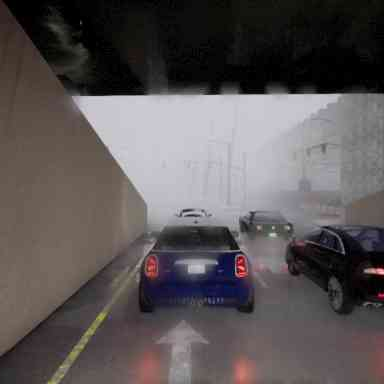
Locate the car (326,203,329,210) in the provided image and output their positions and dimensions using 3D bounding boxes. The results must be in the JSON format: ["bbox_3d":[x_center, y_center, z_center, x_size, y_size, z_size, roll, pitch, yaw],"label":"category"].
[{"bbox_3d":[17.503,1.490,39.341,2.038,1.542,4.974,0,0,45],"label":"car"}]

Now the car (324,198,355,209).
[{"bbox_3d":[17.539,1.332,39.379,1.853,1.218,4.536,0,0,45],"label":"car"}]

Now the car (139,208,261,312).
[{"bbox_3d":[0.081,1.360,7.890,2.097,1.767,4.553,0,0,0],"label":"car"}]

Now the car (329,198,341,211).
[{"bbox_3d":[17.402,1.485,34.734,2.038,1.542,4.974,0,0,-35],"label":"car"}]

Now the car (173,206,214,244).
[{"bbox_3d":[0.063,1.542,16.941,1.812,1.442,4.674,0,0,0],"label":"car"}]

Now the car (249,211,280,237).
[{"bbox_3d":[3.585,1.617,16.951,1.895,1.301,4.718,0,0,0],"label":"car"}]

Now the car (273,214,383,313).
[{"bbox_3d":[3.581,1.499,7.624,2.128,1.511,4.902,0,0,0],"label":"car"}]
